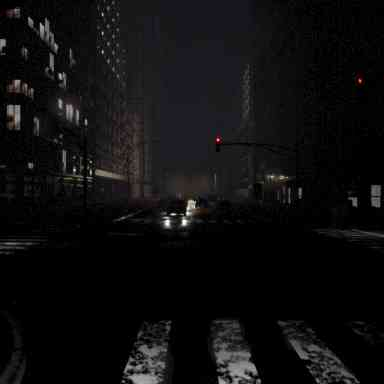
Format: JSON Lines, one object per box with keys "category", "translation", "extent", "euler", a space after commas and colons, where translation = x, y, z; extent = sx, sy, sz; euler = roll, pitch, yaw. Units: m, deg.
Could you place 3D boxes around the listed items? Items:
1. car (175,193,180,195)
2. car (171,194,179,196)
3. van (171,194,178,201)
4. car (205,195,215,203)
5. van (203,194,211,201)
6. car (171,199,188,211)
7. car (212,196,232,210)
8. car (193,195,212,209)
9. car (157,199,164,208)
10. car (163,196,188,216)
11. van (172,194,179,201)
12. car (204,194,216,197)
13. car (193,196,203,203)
{"category": "car", "translation": [-4.160, 1.426, 74.949], "extent": [1.967, 1.590, 4.097], "euler": [0, 0, 0]}
{"category": "car", "translation": [-4.111, 1.564, 63.894], "extent": [1.947, 1.339, 4.313], "euler": [0, 0, 0]}
{"category": "van", "translation": [-4.185, 1.321, 80.477], "extent": [1.690, 1.788, 3.998], "euler": [0, 0, 0]}
{"category": "car", "translation": [3.744, 1.432, 69.457], "extent": [1.967, 1.590, 4.097], "euler": [0, 0, 0]}
{"category": "van", "translation": [3.695, 1.321, 80.512], "extent": [1.690, 1.788, 3.998], "euler": [0, 0, 0]}
{"category": "car", "translation": [-1.540, 1.614, 42.680], "extent": [1.895, 1.301, 4.718], "euler": [0, 0, 0]}
{"category": "car", "translation": [3.917, 1.579, 41.820], "extent": [1.947, 1.339, 4.313], "euler": [0, 0, 0]}
{"category": "car", "translation": [1.372, 1.537, 46.592], "extent": [1.812, 1.442, 4.674], "euler": [0, 0, 0]}
{"category": "car", "translation": [-4.037, 1.593, 47.311], "extent": [1.802, 1.307, 4.206], "euler": [0, 0, 0]}
{"category": "car", "translation": [-1.507, 1.494, 33.319], "extent": [1.882, 1.535, 5.008], "euler": [0, 0, 0]}
{"category": "van", "translation": [-4.210, 1.315, 86.004], "extent": [1.690, 1.788, 3.998], "euler": [0, 0, 0]}
{"category": "car", "translation": [3.769, 1.313, 63.929], "extent": [2.192, 1.841, 5.009], "euler": [0, 0, 0]}
{"category": "car", "translation": [1.180, 1.530, 72.099], "extent": [2.033, 1.411, 5.357], "euler": [0, 0, 0]}
